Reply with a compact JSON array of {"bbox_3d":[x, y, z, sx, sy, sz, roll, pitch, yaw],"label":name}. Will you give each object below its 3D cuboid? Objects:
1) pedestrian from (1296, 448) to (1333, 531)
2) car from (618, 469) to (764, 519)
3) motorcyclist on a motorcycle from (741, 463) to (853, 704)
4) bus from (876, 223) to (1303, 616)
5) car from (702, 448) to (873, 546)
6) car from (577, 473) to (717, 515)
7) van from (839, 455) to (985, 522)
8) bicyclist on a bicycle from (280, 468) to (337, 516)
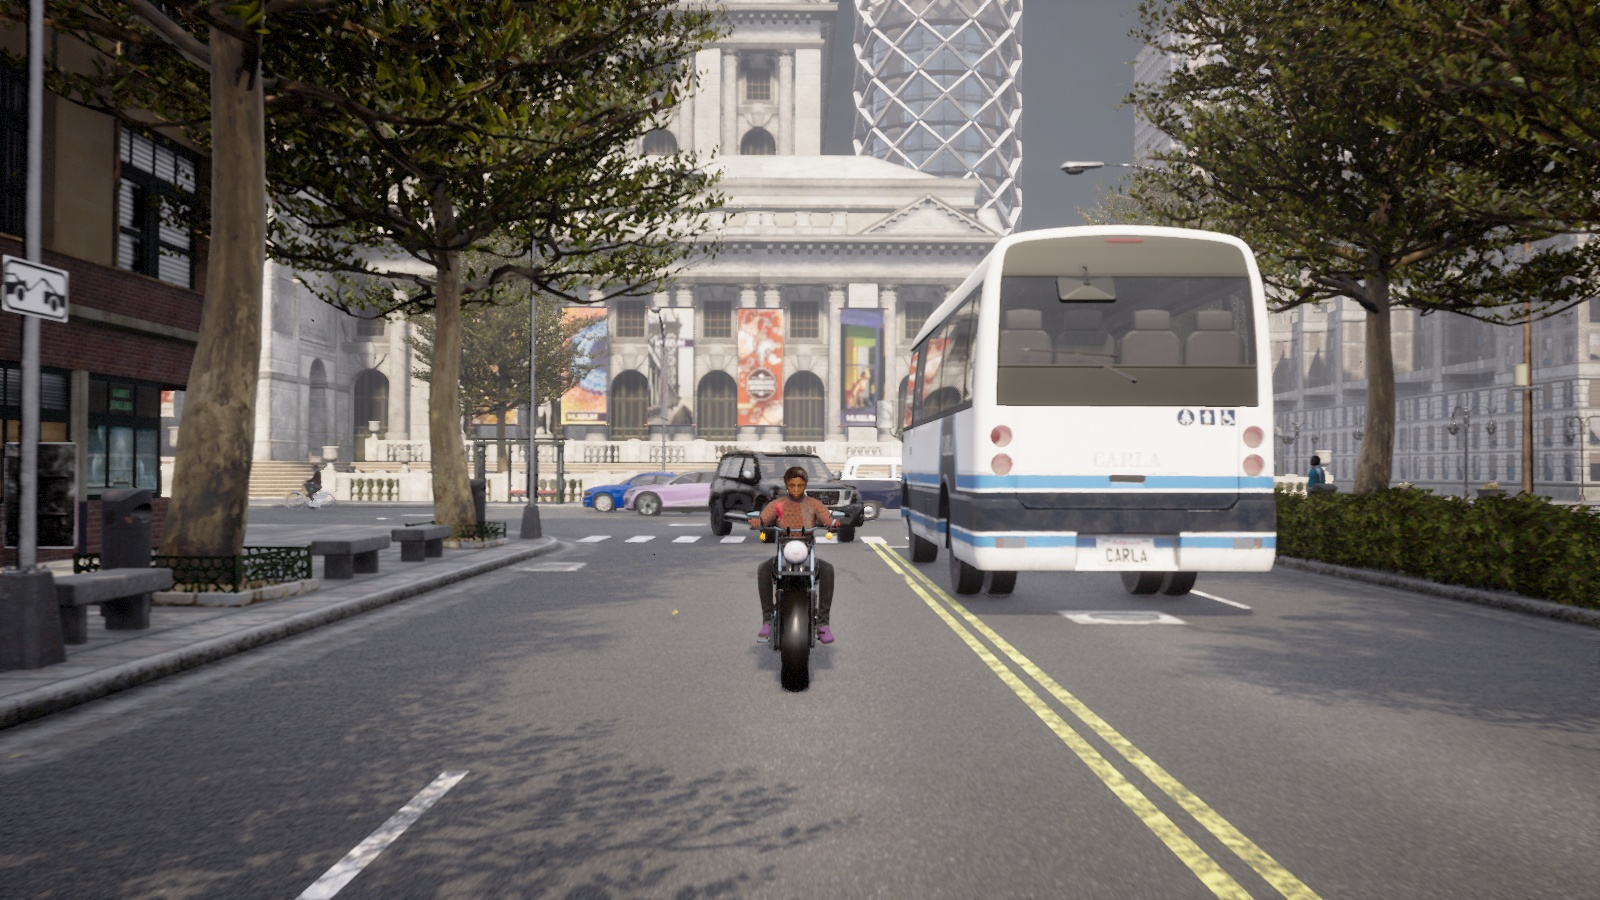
[{"bbox_3d":[12.066,0.929,29.457,0.692,1.930,0.396,0,-1,-7],"label":"pedestrian"},{"bbox_3d":[-3.728,1.509,43.593,4.856,1.649,2.033,0,-1,0],"label":"car"},{"bbox_3d":[-0.026,0.934,9.801,0.766,1.649,2.350,0,-1,0],"label":"motorcyclist on a motorcycle"},{"bbox_3d":[3.446,-0.253,18.745,3.944,4.253,10.273,0,-1,0],"label":"bus"},{"bbox_3d":[-0.447,1.035,29.087,2.150,2.045,5.566,0,-1,-21],"label":"car"},{"bbox_3d":[-5.684,1.624,47.097,5.008,1.535,1.882,0,-1,0],"label":"car"},{"bbox_3d":[3.520,1.213,40.076,4.480,2.038,2.069,0,-1,0],"label":"van"},{"bbox_3d":[-18.444,1.569,47.137,1.843,1.776,0.659,0,-1,0],"label":"bicyclist on a bicycle"}]
